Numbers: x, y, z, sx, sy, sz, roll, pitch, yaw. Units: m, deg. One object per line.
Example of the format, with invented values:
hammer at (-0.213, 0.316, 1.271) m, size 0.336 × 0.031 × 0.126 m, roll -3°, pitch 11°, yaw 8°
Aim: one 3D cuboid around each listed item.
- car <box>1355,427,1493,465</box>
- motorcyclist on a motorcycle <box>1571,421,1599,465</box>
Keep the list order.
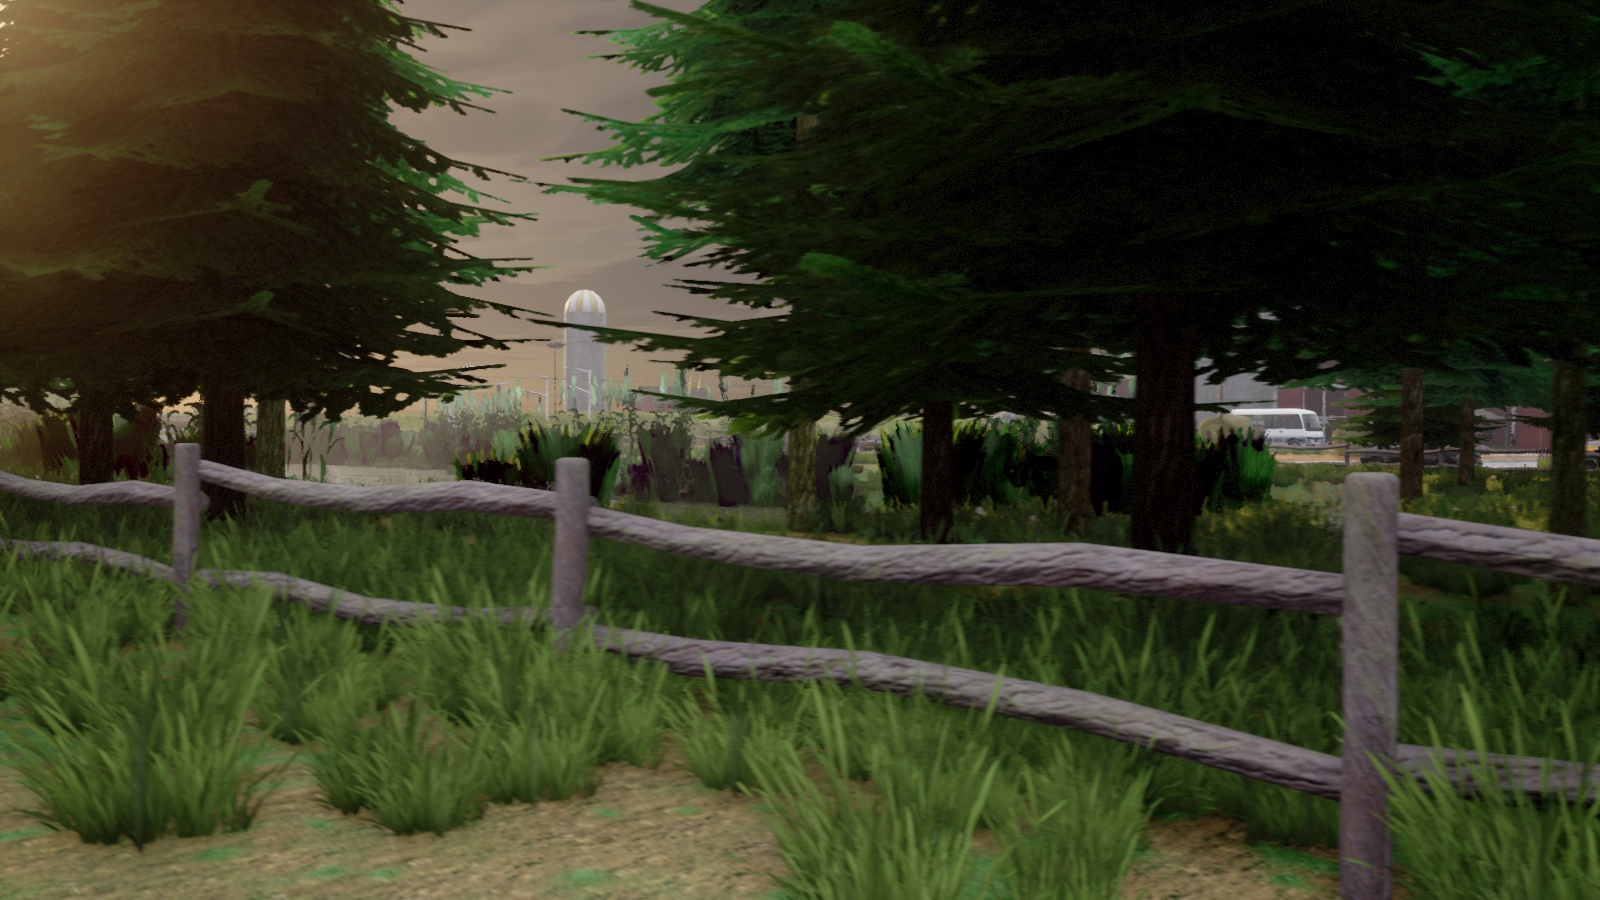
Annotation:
car at (24.758, -0.178, 49.999) m, size 1.812 × 1.442 × 4.674 m, roll -1°, pitch 1°, yaw -30°
motorcyclist on a motorcycle at (30.681, -0.274, 47.613) m, size 0.766 × 1.649 × 2.350 m, roll -1°, pitch 1°, yaw -35°
